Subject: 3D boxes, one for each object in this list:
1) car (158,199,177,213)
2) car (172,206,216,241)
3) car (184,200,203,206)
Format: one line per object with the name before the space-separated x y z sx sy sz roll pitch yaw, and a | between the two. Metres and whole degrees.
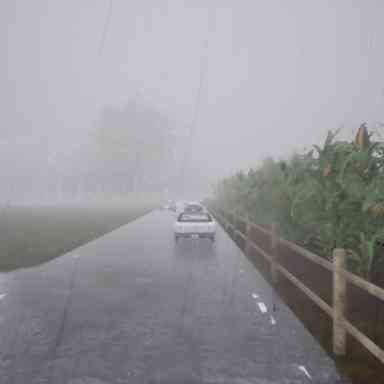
car | -2.787 1.562 38.457 2.128 1.511 4.902 0 0 0
car | 0.119 1.616 16.620 1.895 1.301 4.718 0 0 0
car | 0.150 1.585 34.412 1.812 1.442 4.674 0 0 0
